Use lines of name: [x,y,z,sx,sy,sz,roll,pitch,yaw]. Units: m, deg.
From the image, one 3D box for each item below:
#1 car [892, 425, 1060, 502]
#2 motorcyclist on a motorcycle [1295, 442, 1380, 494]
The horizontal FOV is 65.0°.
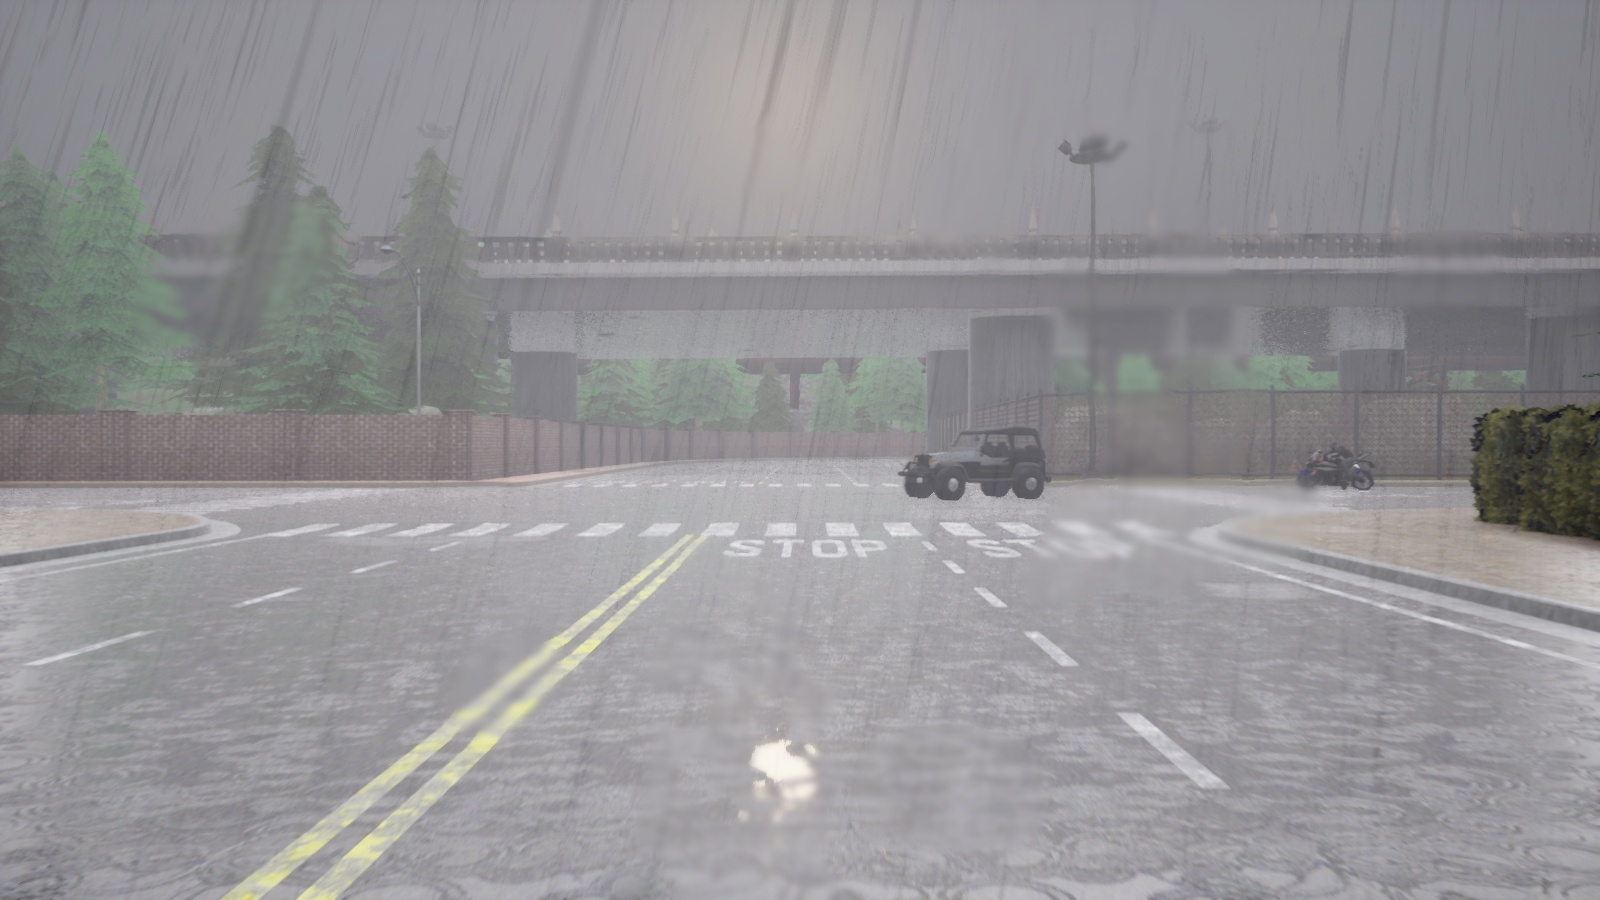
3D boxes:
car: [4.531,0.327,32.364,3.866,1.878,1.905,0,0,-24]
motorcyclist on a motorcycle: [16.124,0.527,37.702,2.191,1.530,0.866,0,0,0]
